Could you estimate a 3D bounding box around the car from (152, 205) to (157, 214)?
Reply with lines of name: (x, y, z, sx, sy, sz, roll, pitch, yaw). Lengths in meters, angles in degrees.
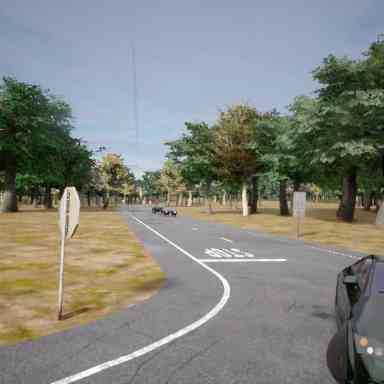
car: (-5.728, 2.962, 56.896, 1.882, 1.535, 5.008, 3, -2, -14)

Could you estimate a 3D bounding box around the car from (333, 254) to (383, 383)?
car: (3.124, 1.643, 4.647, 1.994, 1.385, 4.181, 1, -1, 22)

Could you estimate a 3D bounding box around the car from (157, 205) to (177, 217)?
car: (-3.470, 2.851, 48.049, 1.895, 1.301, 4.718, 3, -2, -13)
